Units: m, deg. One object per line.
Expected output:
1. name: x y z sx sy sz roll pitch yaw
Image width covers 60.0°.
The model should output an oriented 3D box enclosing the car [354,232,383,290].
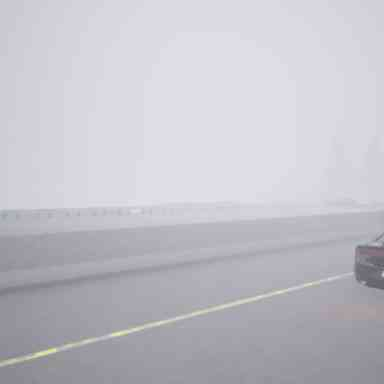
1. car: 5.868 1.446 7.857 5.008 1.535 1.882 0 1 -34

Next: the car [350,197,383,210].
1. car: 21.713 1.352 40.400 4.674 1.442 1.812 0 0 -35

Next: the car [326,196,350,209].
1. car: 19.380 1.286 43.039 5.008 1.535 1.882 0 1 -35
